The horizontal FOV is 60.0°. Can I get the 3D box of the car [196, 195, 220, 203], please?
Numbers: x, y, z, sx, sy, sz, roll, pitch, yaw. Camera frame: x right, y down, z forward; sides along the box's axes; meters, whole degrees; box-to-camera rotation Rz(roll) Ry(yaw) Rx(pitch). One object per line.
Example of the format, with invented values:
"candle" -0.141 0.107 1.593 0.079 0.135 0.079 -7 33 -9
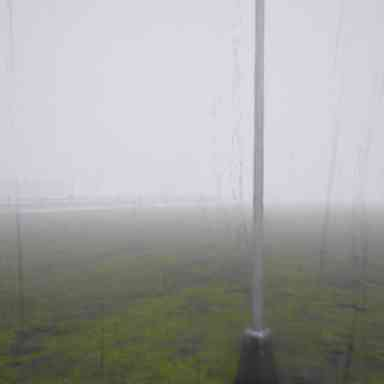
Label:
"car" 2.859 1.204 59.081 1.895 1.301 4.718 2 1 44
